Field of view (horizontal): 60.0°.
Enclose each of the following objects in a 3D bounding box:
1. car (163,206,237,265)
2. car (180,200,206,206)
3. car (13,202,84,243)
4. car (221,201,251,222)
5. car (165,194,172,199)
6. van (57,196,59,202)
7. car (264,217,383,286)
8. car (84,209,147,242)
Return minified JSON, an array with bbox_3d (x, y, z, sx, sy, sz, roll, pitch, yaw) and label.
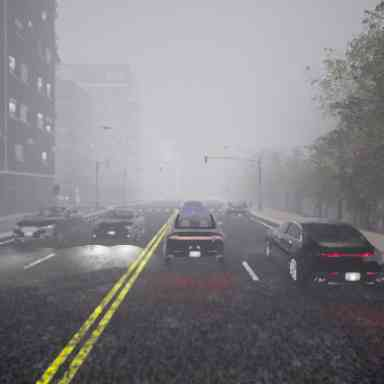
[{"bbox_3d":[0.088,1.448,11.418,2.128,1.511,4.902,0,0,0],"label":"car"},{"bbox_3d":[0.084,1.379,26.661,1.882,1.535,5.008,0,0,0],"label":"car"},{"bbox_3d":[-6.601,1.431,15.901,2.128,1.511,4.902,0,0,0],"label":"car"},{"bbox_3d":[3.334,1.397,25.584,2.128,1.511,4.902,0,0,0],"label":"car"},{"bbox_3d":[-6.521,1.295,92.391,1.895,1.301,4.718,0,0,0],"label":"car"},{"bbox_3d":[-22.742,1.418,51.504,3.998,1.788,1.690,-1,1,-1],"label":"van"},{"bbox_3d":[3.333,1.470,9.300,1.837,1.490,4.892,0,1,0],"label":"car"},{"bbox_3d":[-3.351,1.504,15.800,1.994,1.385,4.181,0,0,0],"label":"car"}]
